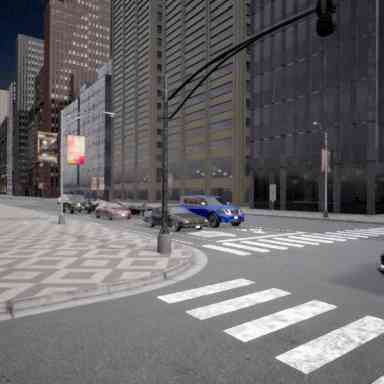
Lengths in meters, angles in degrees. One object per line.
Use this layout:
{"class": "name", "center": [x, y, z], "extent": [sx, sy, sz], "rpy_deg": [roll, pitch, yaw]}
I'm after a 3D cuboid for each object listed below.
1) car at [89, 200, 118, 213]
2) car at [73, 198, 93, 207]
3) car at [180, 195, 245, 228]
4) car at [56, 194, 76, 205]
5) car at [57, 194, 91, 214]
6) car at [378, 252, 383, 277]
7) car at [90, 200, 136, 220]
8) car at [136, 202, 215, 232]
{"class": "car", "center": [-10.605, 1.651, 39.531], "extent": [1.812, 1.442, 4.674], "rpy_deg": [1, -1, -35]}
{"class": "car", "center": [-18.686, 1.733, 56.745], "extent": [1.837, 1.490, 4.892], "rpy_deg": [1, -1, -36]}
{"class": "car", "center": [1.131, 1.267, 23.092], "extent": [2.150, 2.045, 5.566], "rpy_deg": [1, -1, -36]}
{"class": "car", "center": [-24.738, 1.489, 65.205], "extent": [2.150, 2.045, 5.566], "rpy_deg": [1, -1, -36]}
{"class": "car", "center": [-13.117, 1.322, 37.461], "extent": [2.150, 2.045, 5.566], "rpy_deg": [1, -1, -36]}
{"class": "car", "center": [6.468, 1.560, 7.996], "extent": [4.718, 1.301, 1.895], "rpy_deg": [0, -1, -35]}
{"class": "car", "center": [-6.893, 1.584, 28.736], "extent": [1.812, 1.442, 4.674], "rpy_deg": [1, -1, -36]}
{"class": "car", "center": [-1.197, 1.567, 20.769], "extent": [2.033, 1.411, 5.357], "rpy_deg": [1, -1, -35]}
